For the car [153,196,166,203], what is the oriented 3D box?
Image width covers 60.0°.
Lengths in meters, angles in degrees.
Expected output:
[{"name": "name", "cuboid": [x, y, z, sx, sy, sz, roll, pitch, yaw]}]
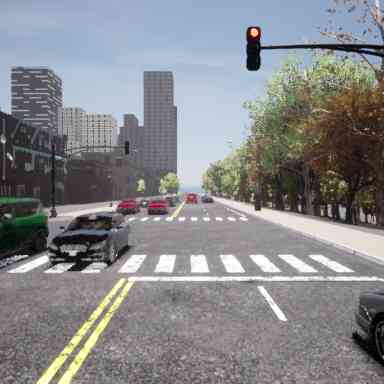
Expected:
[{"name": "car", "cuboid": [-6.631, 1.521, 68.163, 2.033, 1.411, 5.357, 0, 0, 0]}]

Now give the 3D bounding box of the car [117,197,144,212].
[{"name": "car", "cuboid": [-6.666, 1.466, 35.588, 1.882, 1.535, 5.008, 0, 0, 0]}]

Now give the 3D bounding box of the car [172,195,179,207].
[{"name": "car", "cuboid": [-3.437, 1.489, 49.987, 1.837, 1.490, 4.892, 0, -1, 0]}]

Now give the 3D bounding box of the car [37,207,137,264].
[{"name": "car", "cuboid": [-3.372, 1.502, 11.814, 1.837, 1.490, 4.892, 0, 0, 0]}]

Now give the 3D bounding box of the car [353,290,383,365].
[{"name": "car", "cuboid": [3.345, 1.547, 2.535, 2.033, 1.411, 5.357, 0, 0, 0]}]

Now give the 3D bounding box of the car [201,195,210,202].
[{"name": "car", "cuboid": [3.114, 1.447, 75.880, 1.882, 1.535, 5.008, 0, 0, 0]}]

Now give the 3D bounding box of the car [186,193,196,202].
[{"name": "car", "cuboid": [-0.136, 1.195, 75.692, 2.150, 2.045, 5.566, 0, 0, 0]}]

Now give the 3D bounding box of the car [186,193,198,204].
[{"name": "car", "cuboid": [-0.020, 1.197, 65.156, 2.150, 2.045, 5.566, 0, 0, 0]}]

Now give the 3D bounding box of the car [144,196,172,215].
[{"name": "car", "cuboid": [-3.411, 1.467, 34.212, 1.882, 1.535, 5.008, 0, 0, 0]}]

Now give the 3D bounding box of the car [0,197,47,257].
[{"name": "car", "cuboid": [-6.621, 1.220, 10.734, 2.150, 2.045, 5.566, 0, 0, 0]}]

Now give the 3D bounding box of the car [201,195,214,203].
[{"name": "car", "cuboid": [3.233, 1.539, 65.852, 1.994, 1.385, 4.181, 0, 0, 0]}]
